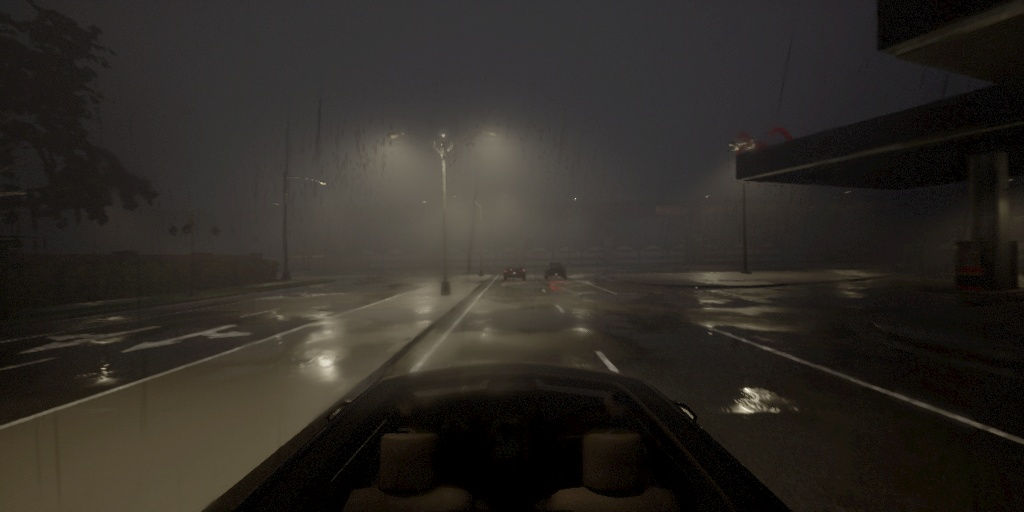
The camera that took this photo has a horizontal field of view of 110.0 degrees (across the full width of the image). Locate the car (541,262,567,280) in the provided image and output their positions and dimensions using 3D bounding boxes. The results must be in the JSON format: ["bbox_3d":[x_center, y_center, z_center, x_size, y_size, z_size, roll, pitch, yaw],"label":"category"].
[{"bbox_3d":[3.793,1.285,32.281,1.837,1.490,4.892,-1,0,2],"label":"car"}]

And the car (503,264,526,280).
[{"bbox_3d":[0.246,1.403,31.988,1.994,1.385,4.181,-1,0,1],"label":"car"}]
